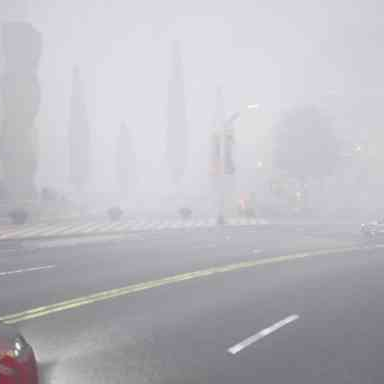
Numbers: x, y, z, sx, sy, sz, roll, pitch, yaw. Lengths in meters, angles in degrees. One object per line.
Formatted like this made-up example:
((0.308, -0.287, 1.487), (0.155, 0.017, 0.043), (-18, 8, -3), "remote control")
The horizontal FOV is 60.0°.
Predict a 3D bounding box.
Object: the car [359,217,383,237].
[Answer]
((11.953, 2.010, 18.997), (4.718, 1.301, 1.895), (1, 0, -21), "car")

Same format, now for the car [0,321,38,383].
((-3.289, 1.505, 2.166), (1.994, 1.385, 4.181), (1, -1, 34), "car")
